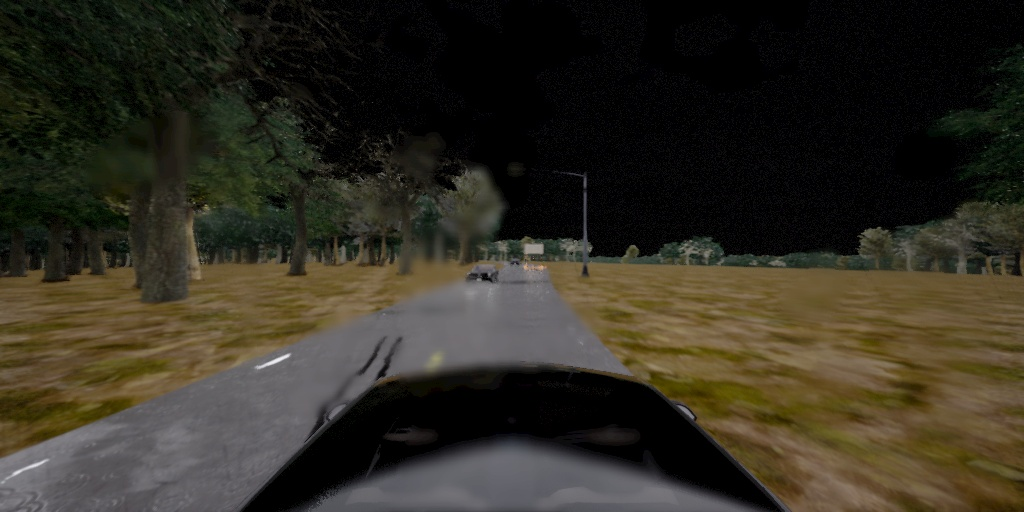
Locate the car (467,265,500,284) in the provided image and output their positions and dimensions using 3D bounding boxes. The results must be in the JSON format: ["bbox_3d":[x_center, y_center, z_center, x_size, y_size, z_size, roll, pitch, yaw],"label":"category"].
[{"bbox_3d":[-2.089,1.318,26.719,1.895,1.301,4.718,0,0,4],"label":"car"}]

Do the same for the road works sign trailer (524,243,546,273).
[{"bbox_3d":[2.614,0.169,43.444,2.380,3.560,2.880,0,0,4],"label":"road works sign trailer"}]
